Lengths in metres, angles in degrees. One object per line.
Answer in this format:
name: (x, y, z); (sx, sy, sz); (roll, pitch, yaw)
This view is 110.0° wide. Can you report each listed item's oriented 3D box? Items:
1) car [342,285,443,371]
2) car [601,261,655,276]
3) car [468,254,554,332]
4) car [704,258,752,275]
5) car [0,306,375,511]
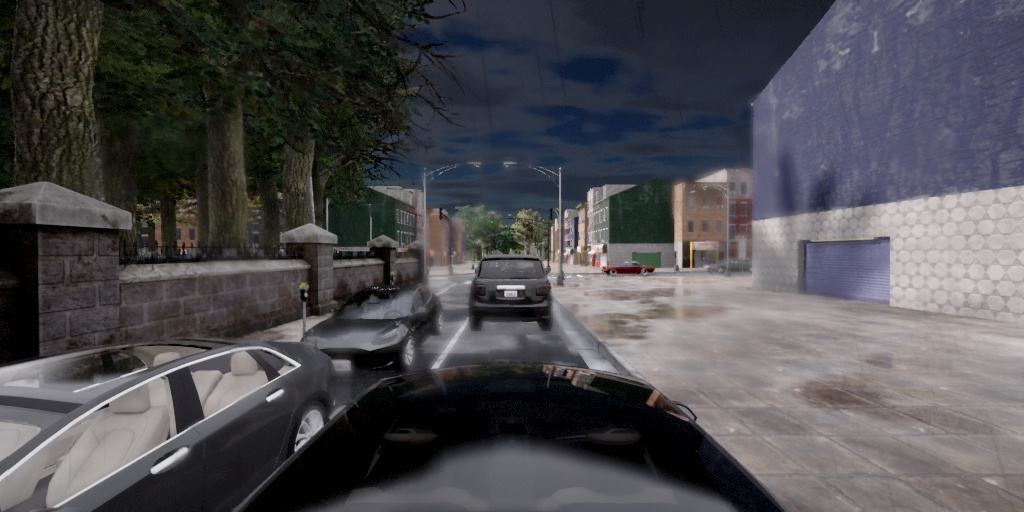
car: (-2.634, 1.316, 7.693); (1.948, 1.339, 4.313); (0, 0, 0)
car: (10.992, 1.186, 34.265); (4.718, 1.301, 1.895); (-1, 1, 0)
car: (-0.011, 0.973, 11.004); (2.150, 2.045, 5.566); (0, 0, 0)
car: (21.029, 0.942, 34.251); (4.902, 1.511, 2.128); (-1, 1, 0)
car: (-2.641, 1.300, 2.004); (2.007, 1.370, 4.403); (0, 0, 0)
